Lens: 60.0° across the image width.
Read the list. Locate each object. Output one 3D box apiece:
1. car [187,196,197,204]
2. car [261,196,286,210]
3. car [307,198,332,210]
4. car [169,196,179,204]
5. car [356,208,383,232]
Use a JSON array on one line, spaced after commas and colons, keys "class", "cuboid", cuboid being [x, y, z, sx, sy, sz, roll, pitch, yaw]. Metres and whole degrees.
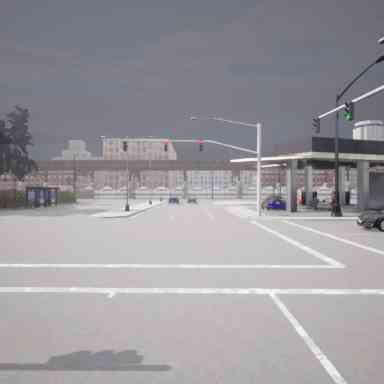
[{"class": "car", "cuboid": [0.010, 1.547, 64.423, 2.033, 1.411, 5.357, 0, 0, 0]}, {"class": "car", "cuboid": [9.716, 1.295, 39.746, 2.242, 1.667, 4.611, 0, 0, 0]}, {"class": "car", "cuboid": [15.461, 1.456, 40.508, 1.970, 1.475, 3.806, 0, 0, 0]}, {"class": "car", "cuboid": [-3.490, 1.478, 64.424, 1.882, 1.535, 5.008, 0, 0, 0]}, {"class": "car", "cuboid": [12.294, 1.505, 19.583, 4.892, 1.490, 1.837, 0, 0, -1]}]
